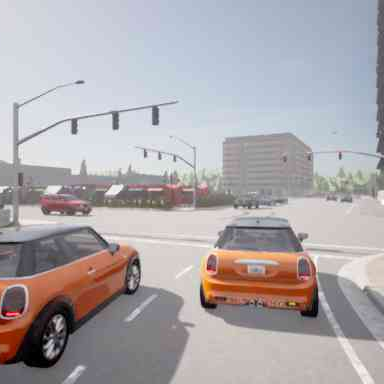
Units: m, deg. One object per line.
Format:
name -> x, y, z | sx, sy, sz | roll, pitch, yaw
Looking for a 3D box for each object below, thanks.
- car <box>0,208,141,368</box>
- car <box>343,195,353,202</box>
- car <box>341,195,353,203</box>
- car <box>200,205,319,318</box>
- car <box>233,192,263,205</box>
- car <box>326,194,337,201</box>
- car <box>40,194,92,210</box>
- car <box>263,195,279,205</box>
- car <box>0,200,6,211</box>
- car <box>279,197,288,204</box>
car -> -2.509, 1.349, 6.051 | 2.097, 1.767, 4.553 | 0, 0, 9
car -> 36.526, 1.459, 77.822 | 1.837, 1.490, 4.892 | 0, 0, 27
car -> 31.954, 1.559, 68.991 | 1.895, 1.301, 4.718 | 0, 0, 27
car -> 1.603, 1.348, 7.770 | 2.097, 1.767, 4.553 | 0, 0, 14
car -> 7.349, 1.199, 44.516 | 2.150, 2.045, 5.566 | 0, 0, 27
car -> 33.386, 1.313, 79.371 | 2.097, 1.767, 4.553 | 0, 0, 27
car -> -12.421, 1.260, 32.701 | 5.566, 2.045, 2.150 | 0, 0, 28
car -> 11.940, 1.324, 53.366 | 2.097, 1.767, 4.553 | 0, 0, 27
car -> -24.378, 1.262, 39.011 | 5.566, 2.045, 2.150 | 0, 0, 28
car -> 16.565, 1.569, 62.209 | 1.895, 1.301, 4.718 | 0, 0, 28
